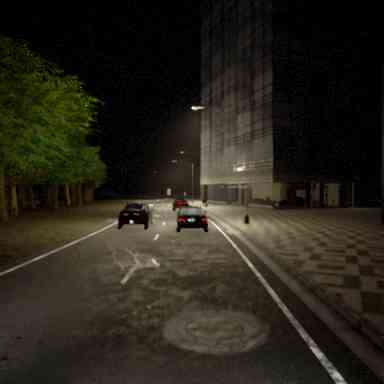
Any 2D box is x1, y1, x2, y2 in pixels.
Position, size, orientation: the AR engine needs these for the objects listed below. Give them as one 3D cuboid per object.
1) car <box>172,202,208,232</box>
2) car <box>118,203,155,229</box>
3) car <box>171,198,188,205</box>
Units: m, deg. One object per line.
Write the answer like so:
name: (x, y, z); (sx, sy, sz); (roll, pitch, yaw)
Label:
car: (-0.038, 1.542, 20.260); (2.033, 1.411, 5.357); (0, 0, -2)
car: (-3.605, 1.497, 21.761); (1.837, 1.490, 4.892); (0, 0, -2)
car: (-1.494, 1.501, 41.790); (1.837, 1.490, 4.892); (0, 0, -6)
